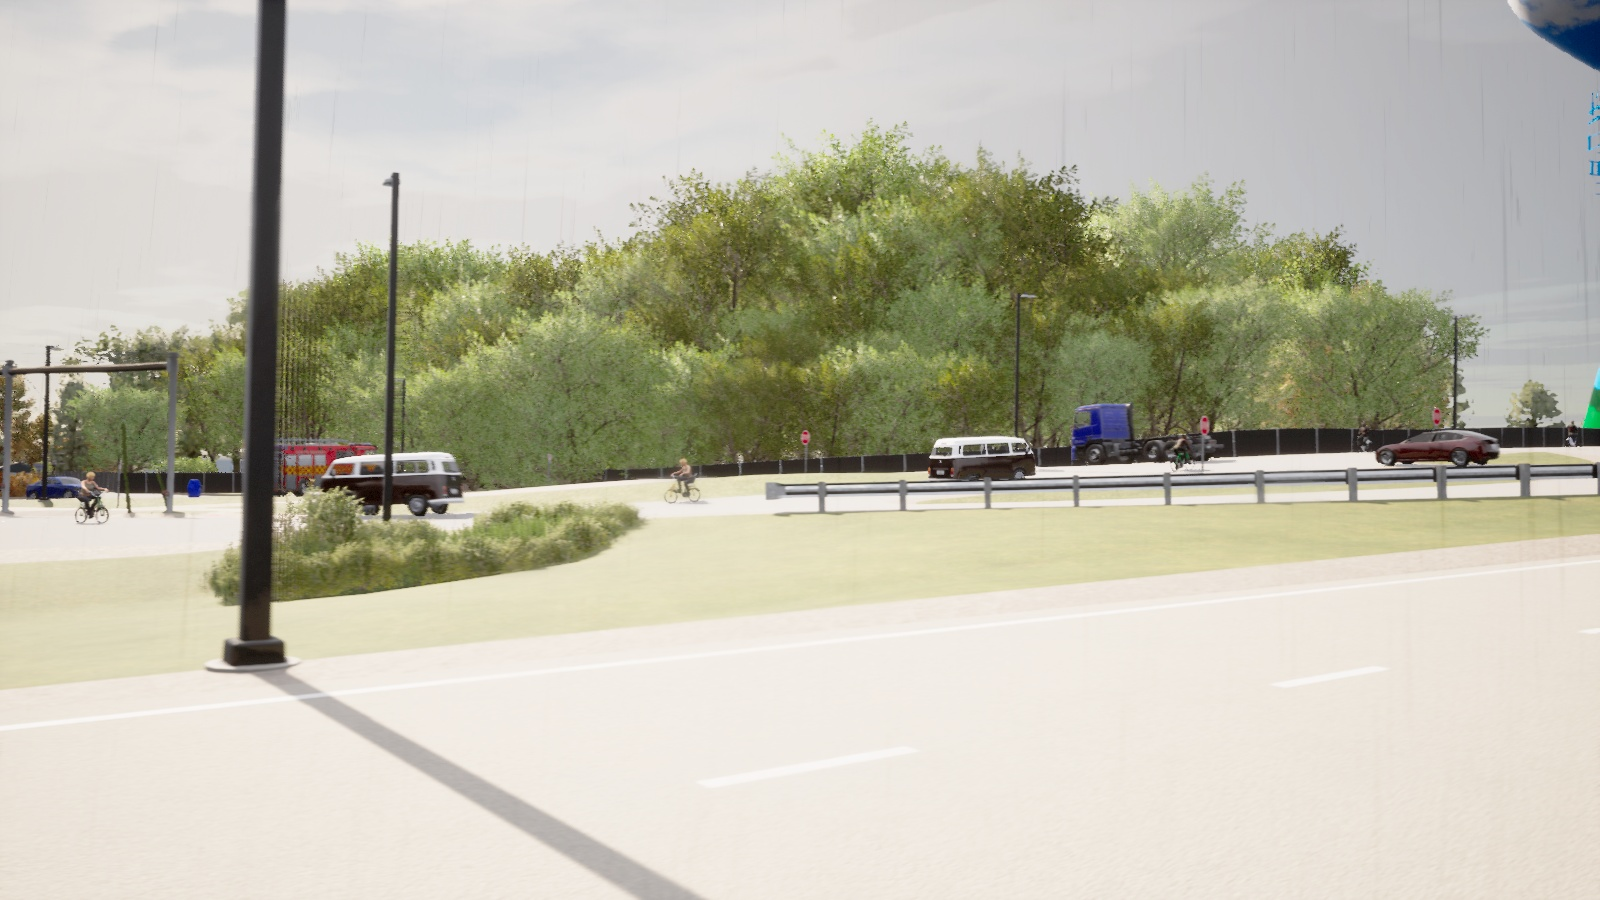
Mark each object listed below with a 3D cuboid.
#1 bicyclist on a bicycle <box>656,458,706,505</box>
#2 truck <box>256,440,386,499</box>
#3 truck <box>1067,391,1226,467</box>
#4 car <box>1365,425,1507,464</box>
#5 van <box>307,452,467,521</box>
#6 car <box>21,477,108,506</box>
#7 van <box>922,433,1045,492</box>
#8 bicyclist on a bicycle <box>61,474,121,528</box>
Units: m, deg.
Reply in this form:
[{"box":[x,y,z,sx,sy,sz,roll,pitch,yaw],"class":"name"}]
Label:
[{"box":[-4.315,1.138,45.523,1.509,1.612,0.866,-2,1,-34],"class":"bicyclist on a bicycle"},{"box":[-32.558,1.302,85.760,2.891,3.827,8.468,-1,0,27],"class":"truck"},{"box":[18.344,-1.056,67.024,2.891,3.462,7.936,-1,-3,-37],"class":"truck"},{"box":[26.592,-0.196,52.637,2.163,1.488,4.792,-3,1,-37],"class":"car"},{"box":[-13.415,1.210,40.937,4.480,2.038,2.069,-2,-2,9],"class":"van"},{"box":[-44.561,2.541,76.061,5.008,1.535,1.882,-3,-1,23],"class":"car"},{"box":[7.203,0.463,49.183,4.480,2.038,2.069,-3,2,-34],"class":"van"},{"box":[-21.883,1.575,38.745,1.509,1.612,0.866,-1,-2,24],"class":"bicyclist on a bicycle"}]
